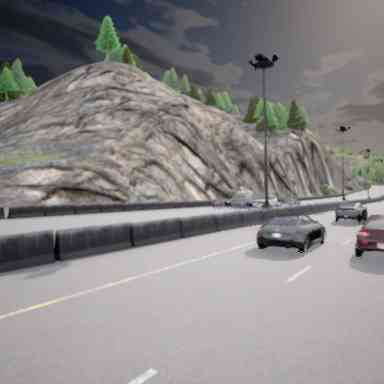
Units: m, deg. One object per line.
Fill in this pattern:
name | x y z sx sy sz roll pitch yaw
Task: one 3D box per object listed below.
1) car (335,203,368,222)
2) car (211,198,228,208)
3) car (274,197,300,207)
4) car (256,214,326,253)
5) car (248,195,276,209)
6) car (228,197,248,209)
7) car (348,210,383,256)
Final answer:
car | 12.830 1.612 26.713 2.128 1.511 4.902 0 0 35
car | 4.904 1.786 52.615 1.837 1.490 4.892 0 0 35
car | 13.918 1.731 47.213 2.128 1.511 4.902 0 -1 34
car | 4.344 1.622 14.266 1.994 1.385 4.181 0 0 35
car | 10.830 1.473 48.897 2.150 2.045 5.566 0 0 34
car | 7.820 1.619 50.685 2.097 1.767 4.553 0 0 35
car | 7.344 1.571 12.452 1.812 1.442 4.674 0 -1 35
